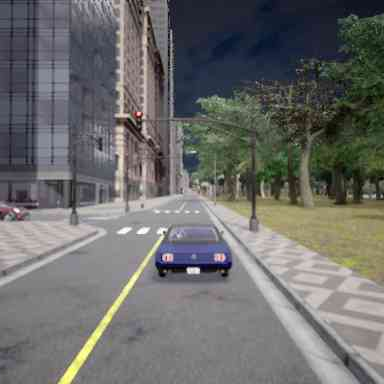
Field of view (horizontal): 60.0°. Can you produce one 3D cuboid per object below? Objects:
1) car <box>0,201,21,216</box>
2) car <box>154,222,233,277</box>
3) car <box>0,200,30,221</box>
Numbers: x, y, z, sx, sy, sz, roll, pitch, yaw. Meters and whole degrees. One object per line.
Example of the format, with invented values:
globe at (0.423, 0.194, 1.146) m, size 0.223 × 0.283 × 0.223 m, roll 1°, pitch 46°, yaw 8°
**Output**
car at (-18.908, 1.576, 31.607) m, size 4.313 × 1.339 × 1.947 m, roll 0°, pitch -1°, yaw 0°
car at (0.034, 1.559, 10.047) m, size 1.895 × 1.301 × 4.718 m, roll 0°, pitch 0°, yaw 0°
car at (-13.470, 1.262, 23.077) m, size 4.097 × 1.590 × 1.967 m, roll 0°, pitch -1°, yaw -1°
